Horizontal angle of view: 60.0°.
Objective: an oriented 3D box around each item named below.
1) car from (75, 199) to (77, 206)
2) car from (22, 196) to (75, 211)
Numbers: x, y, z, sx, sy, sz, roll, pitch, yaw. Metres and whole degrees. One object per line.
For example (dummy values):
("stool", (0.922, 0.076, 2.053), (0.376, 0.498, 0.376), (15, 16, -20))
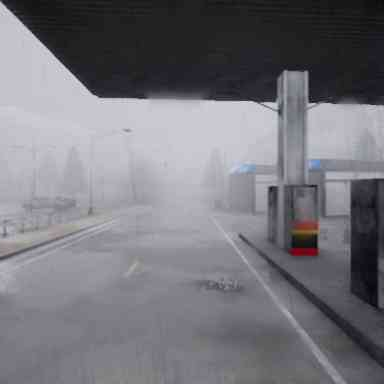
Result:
("car", (-16.514, 1.308, 40.743), (4.514, 1.523, 2.007), (0, 0, -1))
("car", (-16.442, 1.301, 37.606), (5.027, 1.636, 2.152), (0, 0, -1))
